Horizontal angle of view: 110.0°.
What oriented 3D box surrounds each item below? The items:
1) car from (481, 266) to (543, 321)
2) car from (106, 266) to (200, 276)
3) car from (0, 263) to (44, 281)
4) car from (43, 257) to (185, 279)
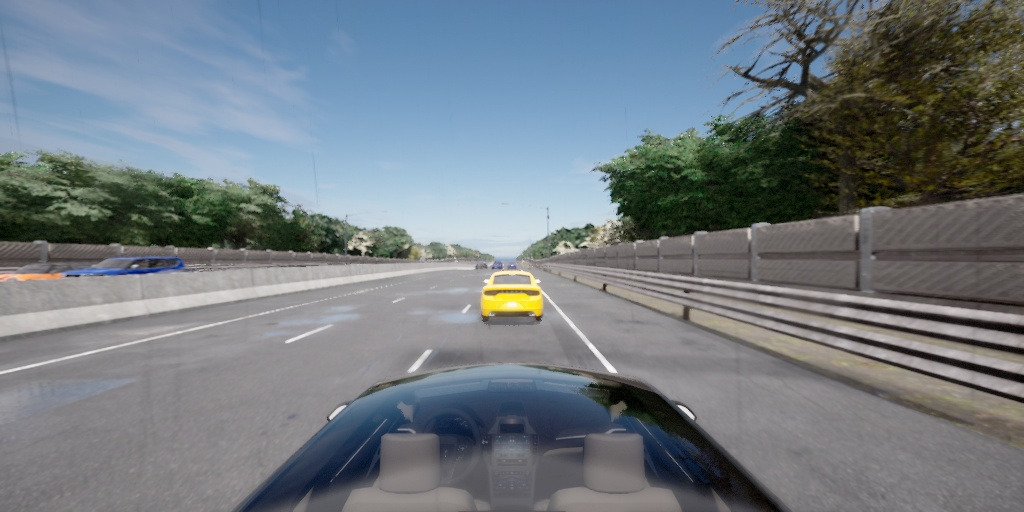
[{"bbox_3d":[0.005,1.263,12.674,1.882,1.535,5.008,0,0,0],"label":"car"},{"bbox_3d":[-17.567,1.372,18.577,1.994,1.385,4.181,0,0,0],"label":"car"},{"bbox_3d":[-24.565,1.162,18.894,2.097,1.767,4.553,0,0,0],"label":"car"},{"bbox_3d":[-21.063,1.040,19.831,2.150,2.045,5.566,0,-1,0],"label":"car"}]
